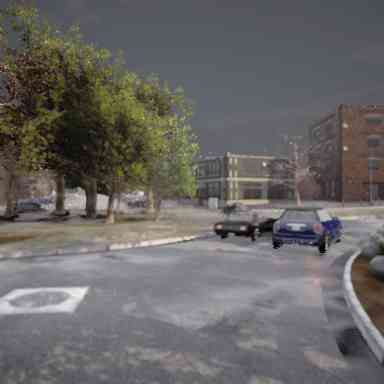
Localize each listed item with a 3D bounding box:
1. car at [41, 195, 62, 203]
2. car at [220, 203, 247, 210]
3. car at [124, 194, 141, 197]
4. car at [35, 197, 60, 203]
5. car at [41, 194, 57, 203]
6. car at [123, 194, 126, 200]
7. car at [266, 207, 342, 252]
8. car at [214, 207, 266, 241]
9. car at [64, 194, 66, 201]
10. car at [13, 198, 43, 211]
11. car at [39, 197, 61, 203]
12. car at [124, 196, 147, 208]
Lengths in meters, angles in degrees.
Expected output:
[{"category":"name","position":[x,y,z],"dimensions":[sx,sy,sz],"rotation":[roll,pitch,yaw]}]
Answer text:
[{"category":"car","position":[-35.093,1.698,83.099],"dimensions":[4.553,1.767,2.185],"rotation":[0,0,-15]},{"category":"car","position":[4.561,1.798,35.336],"dimensions":[1.994,1.385,4.181],"rotation":[0,0,-20]},{"category":"car","position":[-13.051,1.924,78.614],"dimensions":[4.792,1.488,2.163],"rotation":[0,0,-15]},{"category":"car","position":[-33.681,1.840,77.770],"dimensions":[5.008,1.535,2.097],"rotation":[0,0,-15]},{"category":"car","position":[-32.920,1.718,75.114],"dimensions":[4.553,1.767,2.185],"rotation":[0,0,-15]},{"category":"car","position":[-14.415,1.767,83.876],"dimensions":[4.553,1.767,2.185],"rotation":[0,0,-15]},{"category":"car","position":[5.170,1.432,14.617],"dimensions":[2.097,1.767,4.553],"rotation":[0,0,33]},{"category":"car","position":[3.008,1.701,17.325],"dimensions":[1.895,1.301,4.718],"rotation":[0,-1,32]},{"category":"car","position":[-35.856,1.813,85.755],"dimensions":[4.892,1.521,2.231],"rotation":[0,0,-15]},{"category":"car","position":[-22.644,1.870,44.810],"dimensions":[4.181,1.385,1.994],"rotation":[0,-1,-27]},{"category":"car","position":[-34.397,1.872,80.431],"dimensions":[4.674,1.452,2.002],"rotation":[0,0,-15]},{"category":"car","position":[-9.598,1.889,56.604],"dimensions":[1.837,1.490,4.892],"rotation":[-1,0,-28]}]
